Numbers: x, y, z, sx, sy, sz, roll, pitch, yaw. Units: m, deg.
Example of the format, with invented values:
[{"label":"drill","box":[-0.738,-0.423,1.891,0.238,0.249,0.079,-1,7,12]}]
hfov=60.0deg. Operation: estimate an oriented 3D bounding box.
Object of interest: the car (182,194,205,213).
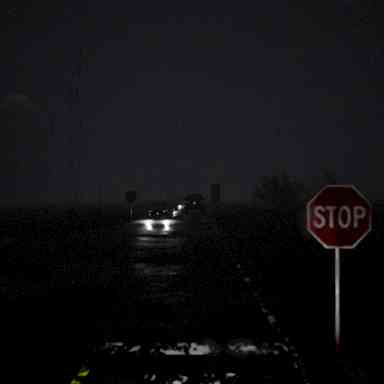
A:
[{"label":"car","box":[0.265,1.240,36.985,2.150,2.045,5.566,0,0,0]}]

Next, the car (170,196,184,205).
[{"label":"car","box":[-2.550,1.534,58.636,2.128,1.511,4.902,0,0,1]}]

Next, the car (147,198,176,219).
[{"label":"car","box":[-2.756,1.518,29.548,1.837,1.490,4.892,0,0,2]}]

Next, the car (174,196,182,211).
[{"label":"car","box":[-2.664,1.568,41.165,2.033,1.411,5.357,0,0,0]}]
